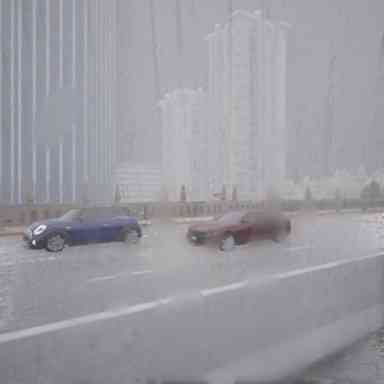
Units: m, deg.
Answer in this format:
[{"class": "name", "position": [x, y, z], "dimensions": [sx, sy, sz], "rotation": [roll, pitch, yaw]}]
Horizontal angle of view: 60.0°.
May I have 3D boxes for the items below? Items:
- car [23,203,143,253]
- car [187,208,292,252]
[{"class": "car", "position": [-4.416, 1.352, 13.739], "dimensions": [4.553, 1.767, 2.097], "rotation": [0, 0, -35]}, {"class": "car", "position": [2.108, 1.480, 14.092], "dimensions": [5.008, 1.535, 1.882], "rotation": [0, 0, -35]}]
